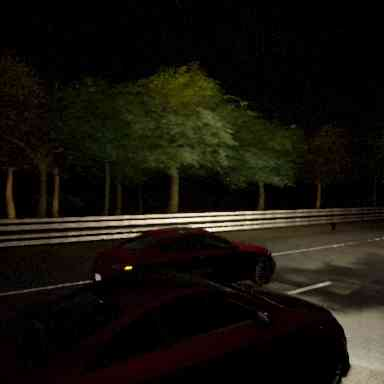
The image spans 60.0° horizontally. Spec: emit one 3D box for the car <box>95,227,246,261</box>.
[{"bbox_3d":[-0.020,1.575,8.034,4.674,1.442,1.812,1,0,-35],"label":"car"}]

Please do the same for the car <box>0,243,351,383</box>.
[{"bbox_3d":[-0.132,1.585,3.653,4.181,1.385,1.994,1,0,-35],"label":"car"}]
